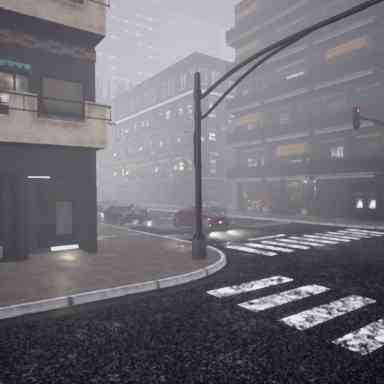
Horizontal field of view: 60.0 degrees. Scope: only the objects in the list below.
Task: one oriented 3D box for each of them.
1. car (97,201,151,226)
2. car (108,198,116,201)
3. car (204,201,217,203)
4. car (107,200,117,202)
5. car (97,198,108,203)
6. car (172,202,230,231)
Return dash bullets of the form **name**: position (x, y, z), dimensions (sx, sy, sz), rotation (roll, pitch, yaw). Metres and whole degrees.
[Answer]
- **car**: position (-5.140, 1.631, 24.571), dimensions (1.947, 1.339, 4.313), rotation (-1, 1, -36)
- **car**: position (-11.891, 1.518, 47.264), dimensions (1.887, 1.381, 4.507), rotation (-1, 1, -36)
- **car**: position (1.234, 1.512, 29.204), dimensions (2.008, 1.369, 4.403), rotation (-1, 1, -36)
- **car**: position (-5.492, 1.636, 29.253), dimensions (1.895, 1.301, 4.718), rotation (-1, 1, -36)
- **car**: position (-11.603, 1.546, 37.676), dimensions (1.837, 1.490, 4.892), rotation (-1, 1, -36)
- **car**: position (0.476, 1.593, 21.036), dimensions (1.994, 1.385, 4.181), rotation (-1, 0, -36)
